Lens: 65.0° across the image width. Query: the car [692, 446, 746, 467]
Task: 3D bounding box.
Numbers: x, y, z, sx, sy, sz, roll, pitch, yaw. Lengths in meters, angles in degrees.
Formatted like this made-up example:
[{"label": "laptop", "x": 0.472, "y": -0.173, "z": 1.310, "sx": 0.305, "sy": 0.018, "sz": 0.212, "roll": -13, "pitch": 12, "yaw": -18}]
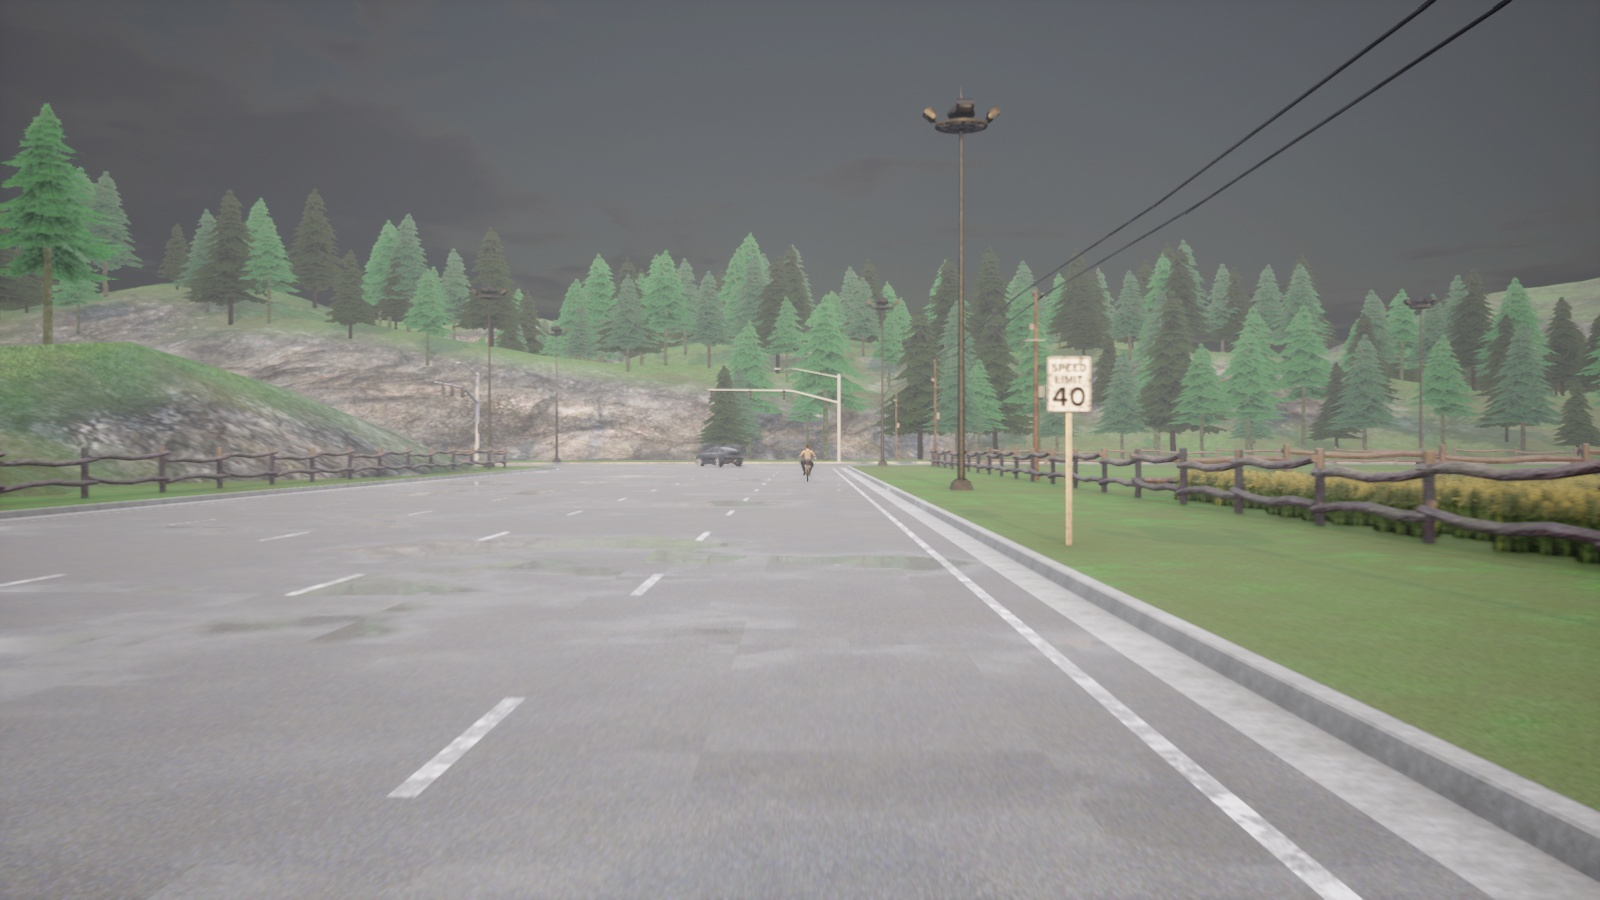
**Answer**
[{"label": "car", "x": -6.044, "y": 0.503, "z": 93.156, "sx": 1.837, "sy": 1.490, "sz": 4.892, "roll": 1, "pitch": 0, "yaw": -32}]
